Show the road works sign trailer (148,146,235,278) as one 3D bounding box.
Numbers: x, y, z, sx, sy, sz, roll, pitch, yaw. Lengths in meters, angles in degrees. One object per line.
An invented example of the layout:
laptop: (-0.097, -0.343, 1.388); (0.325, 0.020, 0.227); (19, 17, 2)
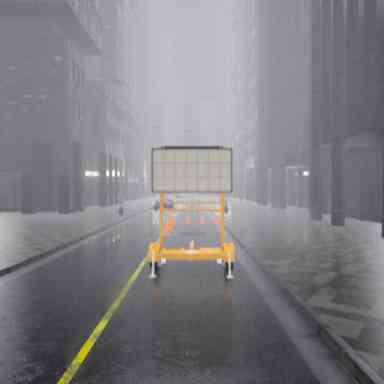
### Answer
road works sign trailer: (0.003, 0.421, 10.009); (2.380, 3.560, 2.880); (0, 0, 1)

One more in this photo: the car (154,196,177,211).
car: (-3.115, 1.383, 37.161); (1.994, 1.385, 4.181); (0, 0, 0)

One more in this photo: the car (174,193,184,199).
car: (-3.037, 0.836, 78.669); (1.837, 1.490, 4.892); (0, 0, 0)
